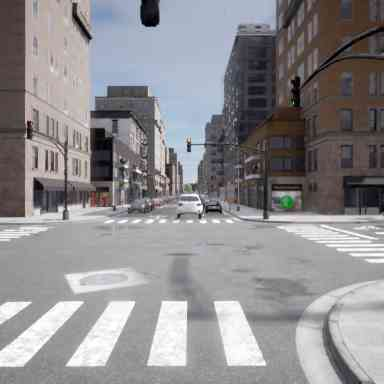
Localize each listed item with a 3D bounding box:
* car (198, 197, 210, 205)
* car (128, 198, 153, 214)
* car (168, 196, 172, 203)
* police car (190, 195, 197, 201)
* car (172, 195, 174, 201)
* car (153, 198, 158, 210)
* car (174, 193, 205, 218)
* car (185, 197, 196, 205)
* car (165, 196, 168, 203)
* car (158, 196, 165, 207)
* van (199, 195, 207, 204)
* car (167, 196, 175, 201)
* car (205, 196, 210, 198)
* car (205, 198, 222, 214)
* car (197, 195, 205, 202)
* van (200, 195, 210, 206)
[{"bbox_3d":[2.263,1.647,63.671,2.008,1.369,4.403,0,0,0],"label":"car"},{"bbox_3d":[-5.749,1.480,36.113,1.967,1.590,4.097,0,0,0],"label":"car"},{"bbox_3d":[-5.764,1.552,69.178,1.967,1.590,4.097,0,0,0],"label":"car"},{"bbox_3d":[0.440,1.599,90.193,1.930,1.638,5.238,0,0,0],"label":"police car"},{"bbox_3d":[-5.769,1.694,80.199,2.008,1.369,4.403,0,0,0],"label":"car"},{"bbox_3d":[-5.751,1.489,41.624,1.967,1.590,4.097,0,0,0],"label":"car"},{"bbox_3d":[-0.231,1.253,31.049,2.150,2.045,5.566,0,0,-1],"label":"car"},{"bbox_3d":[-0.273,1.643,63.270,2.033,1.411,5.357,0,0,0],"label":"car"},{"bbox_3d":[-5.759,1.634,58.156,2.008,1.369,4.403,0,0,0],"label":"car"},{"bbox_3d":[-5.756,1.653,52.645,1.802,1.307,4.206,0,0,0],"label":"car"},{"bbox_3d":[2.261,1.453,69.182,1.690,1.788,3.998,0,0,0],"label":"van"},{"bbox_3d":[-5.774,1.721,91.221,1.887,1.381,4.507,0,0,0],"label":"car"},{"bbox_3d":[2.271,1.641,47.139,1.802,1.307,4.206,0,0,0],"label":"car"},{"bbox_3d":[2.276,1.606,36.116,1.947,1.339,4.313,0,0,0],"label":"car"},{"bbox_3d":[2.253,1.600,85.714,1.967,1.590,4.097,0,0,0],"label":"car"},{"bbox_3d":[2.266,1.424,58.160,1.690,1.788,3.998,0,0,0],"label":"van"}]
